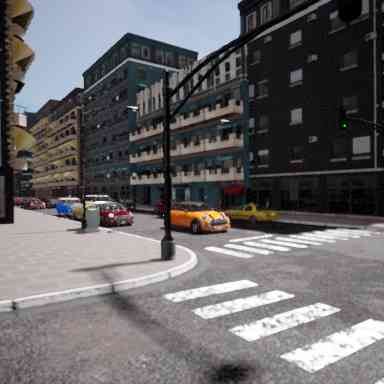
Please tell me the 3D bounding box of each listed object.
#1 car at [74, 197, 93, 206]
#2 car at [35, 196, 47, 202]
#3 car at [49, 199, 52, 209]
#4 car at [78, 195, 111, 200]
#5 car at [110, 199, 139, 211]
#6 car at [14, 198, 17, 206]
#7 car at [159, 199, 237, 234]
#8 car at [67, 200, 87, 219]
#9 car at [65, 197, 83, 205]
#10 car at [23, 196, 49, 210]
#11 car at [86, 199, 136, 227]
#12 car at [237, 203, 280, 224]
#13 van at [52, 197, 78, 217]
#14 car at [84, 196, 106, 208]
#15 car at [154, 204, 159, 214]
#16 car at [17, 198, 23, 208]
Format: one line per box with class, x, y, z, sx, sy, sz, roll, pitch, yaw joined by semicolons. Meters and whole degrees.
car;-18.261;1.634;55.872;1.947;1.339;4.313;-1;1;-36
car;-37.567;1.718;82.889;1.887;1.381;4.507;-1;1;-36
car;-20.431;1.723;49.124;2.033;1.411;5.357;-1;0;-36
car;-9.177;1.313;33.196;2.150;2.045;5.566;-1;1;-36
car;-8.608;1.572;42.364;2.008;1.369;4.403;-1;1;-36
car;-31.514;1.777;60.006;1.887;1.381;4.507;-1;1;-36
car;0.214;1.403;20.062;2.097;1.767;4.553;-1;0;-36
car;-8.892;1.647;28.349;1.752;1.417;4.829;-1;1;-36
car;-21.479;1.636;60.375;2.008;1.369;4.403;-1;1;-36
car;-21.863;1.623;46.497;1.967;1.590;4.097;-1;1;-36
car;-5.775;1.548;23.984;1.967;1.590;4.097;-1;1;-36
car;4.163;1.488;24.491;1.752;1.417;4.829;-1;1;-36
van;-12.211;1.478;32.988;1.690;1.788;3.998;-1;1;-36
car;-15.046;1.492;51.368;1.967;1.590;4.097;-1;1;-36
car;-2.174;1.431;33.357;1.967;1.590;4.097;-1;1;-36
car;-25.079;1.764;51.000;1.947;1.339;4.313;-1;1;-36
